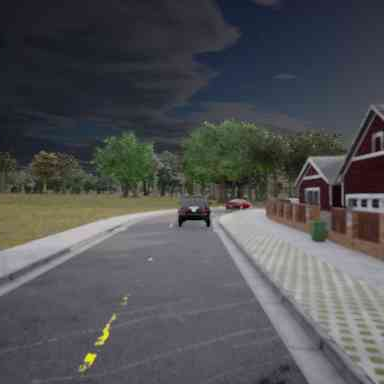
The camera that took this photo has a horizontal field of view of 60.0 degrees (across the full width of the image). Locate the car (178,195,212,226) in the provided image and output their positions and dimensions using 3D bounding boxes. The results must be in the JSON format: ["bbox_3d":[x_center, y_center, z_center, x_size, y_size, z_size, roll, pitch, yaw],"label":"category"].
[{"bbox_3d":[0.239,1.235,23.621,2.150,2.045,5.566,0,0,3],"label":"car"}]

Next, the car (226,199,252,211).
[{"bbox_3d":[6.007,1.621,42.254,1.882,1.535,5.008,-1,-1,31],"label":"car"}]
